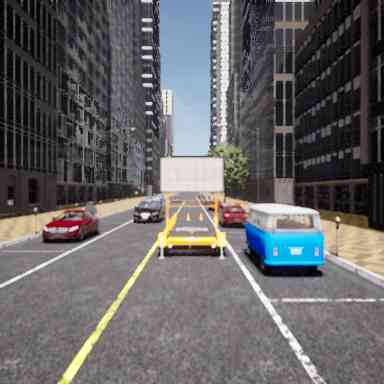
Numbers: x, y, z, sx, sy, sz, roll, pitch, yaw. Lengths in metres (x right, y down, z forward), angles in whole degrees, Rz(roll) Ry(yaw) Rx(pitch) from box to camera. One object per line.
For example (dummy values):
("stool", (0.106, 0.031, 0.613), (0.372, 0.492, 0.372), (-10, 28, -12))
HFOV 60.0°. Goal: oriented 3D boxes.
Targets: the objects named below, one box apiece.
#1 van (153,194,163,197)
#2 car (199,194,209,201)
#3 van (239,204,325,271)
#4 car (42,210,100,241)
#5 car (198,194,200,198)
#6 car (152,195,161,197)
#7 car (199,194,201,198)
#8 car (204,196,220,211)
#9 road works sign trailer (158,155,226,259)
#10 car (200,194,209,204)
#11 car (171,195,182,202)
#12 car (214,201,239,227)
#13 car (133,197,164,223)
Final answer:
("van", (-5.705, 1.145, 55.982), (1.690, 1.788, 3.998), (0, 0, 0))
("car", (2.671, 1.162, 73.058), (1.967, 1.590, 4.097), (0, 0, 0))
("van", (2.687, 1.306, 10.442), (1.690, 1.788, 3.998), (0, 0, 0))
("car", (-5.695, 1.528, 16.135), (1.802, 1.307, 4.206), (0, 0, 0))
("car", (2.673, 1.189, 67.366), (1.967, 1.590, 4.097), (0, 0, 0))
("car", (-5.702, 1.401, 44.598), (2.008, 1.369, 4.403), (0, 0, 0))
("car", (2.676, 1.354, 55.981), (2.008, 1.369, 4.403), (0, 0, 0))
("car", (2.680, 1.453, 38.904), (1.802, 1.307, 4.206), (0, 0, 0))
("road works sign trailer", (-0.003, 0.423, 12.457), (2.380, 3.560, 2.880), (0, 0, 0))
("car", (2.677, 1.379, 50.289), (2.008, 1.369, 4.403), (0, 0, 0))
("car", (-3.028, 1.303, 65.680), (2.033, 1.411, 5.357), (0, 0, 0))
("car", (2.684, 1.509, 21.827), (1.802, 1.307, 4.206), (0, 0, 0))
("car", (-3.105, 1.410, 24.508), (2.128, 1.511, 4.902), (0, 0, 0))
